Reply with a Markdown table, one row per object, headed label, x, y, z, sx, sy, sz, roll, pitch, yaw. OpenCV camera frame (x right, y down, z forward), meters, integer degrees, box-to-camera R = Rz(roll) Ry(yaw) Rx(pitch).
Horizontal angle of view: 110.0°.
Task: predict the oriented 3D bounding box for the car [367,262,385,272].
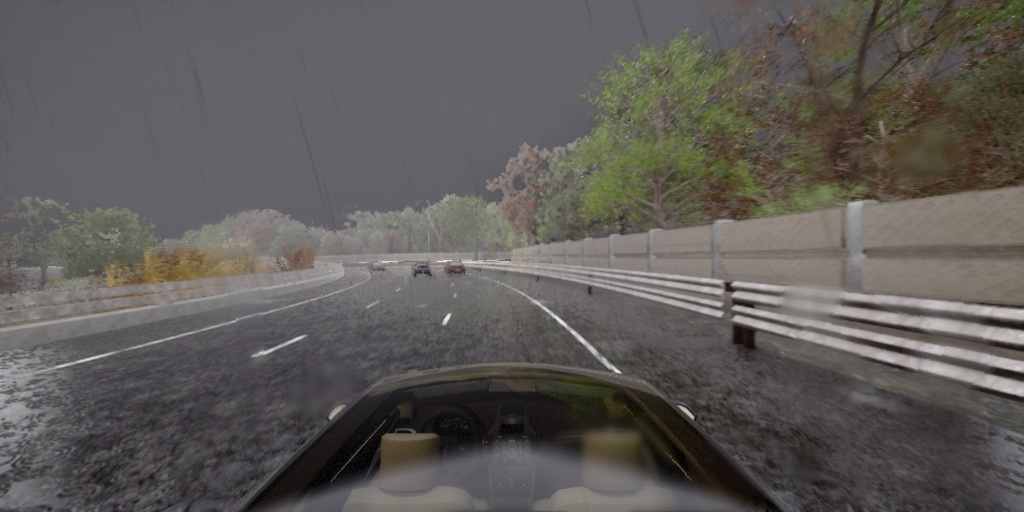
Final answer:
| label | x | y | z | sx | sy | sz | roll | pitch | yaw |
| --- | --- | --- | --- | --- | --- | --- | --- | --- | --- |
| car | -20.914 | 1.667 | 55.192 | 2.033 | 1.411 | 5.357 | -1 | 0 | -31 |

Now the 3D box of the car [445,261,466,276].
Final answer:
| label | x | y | z | sx | sy | sz | roll | pitch | yaw |
| --- | --- | --- | --- | --- | --- | --- | --- | --- | --- |
| car | -6.470 | 1.343 | 40.477 | 1.882 | 1.535 | 5.008 | -1 | 0 | -17 |

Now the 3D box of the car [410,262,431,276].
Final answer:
| label | x | y | z | sx | sy | sz | roll | pitch | yaw |
| --- | --- | --- | --- | --- | --- | --- | --- | --- | --- |
| car | -10.069 | 1.433 | 39.700 | 1.837 | 1.490 | 4.892 | 0 | 0 | -19 |
